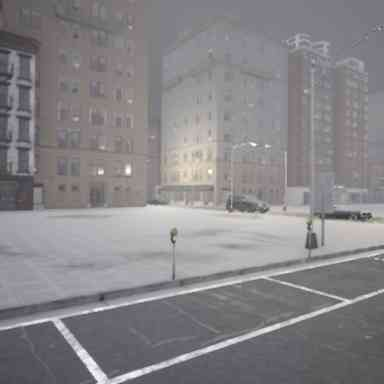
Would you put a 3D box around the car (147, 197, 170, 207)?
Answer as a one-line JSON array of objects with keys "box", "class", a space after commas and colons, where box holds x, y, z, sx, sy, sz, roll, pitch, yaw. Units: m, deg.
[{"box": [-5.452, 1.533, 53.930, 1.882, 1.535, 5.008, 1, 0, -35], "class": "car"}]

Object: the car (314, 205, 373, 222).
[{"box": [12.708, 1.802, 28.381, 1.895, 1.301, 4.718, 1, 0, -36], "class": "car"}]

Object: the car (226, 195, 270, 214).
[{"box": [6.183, 1.370, 37.530, 2.150, 2.045, 5.566, 1, 0, -35], "class": "car"}]
